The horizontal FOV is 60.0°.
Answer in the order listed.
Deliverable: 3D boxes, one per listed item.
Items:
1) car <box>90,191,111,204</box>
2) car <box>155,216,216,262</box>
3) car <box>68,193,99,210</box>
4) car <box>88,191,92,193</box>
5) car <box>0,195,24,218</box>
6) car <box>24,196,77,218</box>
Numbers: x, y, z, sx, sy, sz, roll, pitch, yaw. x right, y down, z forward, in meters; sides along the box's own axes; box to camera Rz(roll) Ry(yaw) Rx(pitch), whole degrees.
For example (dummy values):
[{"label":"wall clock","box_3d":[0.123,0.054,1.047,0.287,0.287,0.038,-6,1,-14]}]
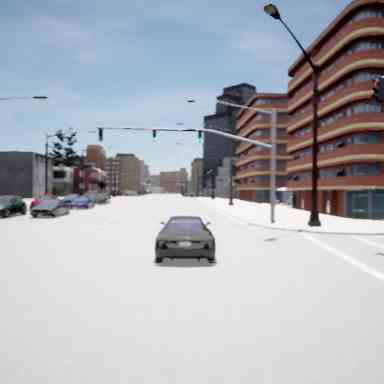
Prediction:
[{"label":"car","box_3d":[-12.798,0.951,47.566,1.837,1.490,4.892,1,1,-3]},{"label":"car","box_3d":[-0.240,1.542,12.078,1.994,1.385,4.181,1,0,-1]},{"label":"car","box_3d":[-12.265,1.148,37.564,1.812,1.442,4.674,1,1,-3]},{"label":"car","box_3d":[-16.740,0.614,55.658,2.097,1.767,4.553,1,1,-3]},{"label":"car","box_3d":[-15.141,1.092,26.732,2.097,1.767,4.553,1,1,-3]},{"label":"car","box_3d":[-11.714,1.308,27.998,2.033,1.411,5.357,1,1,-3]}]
